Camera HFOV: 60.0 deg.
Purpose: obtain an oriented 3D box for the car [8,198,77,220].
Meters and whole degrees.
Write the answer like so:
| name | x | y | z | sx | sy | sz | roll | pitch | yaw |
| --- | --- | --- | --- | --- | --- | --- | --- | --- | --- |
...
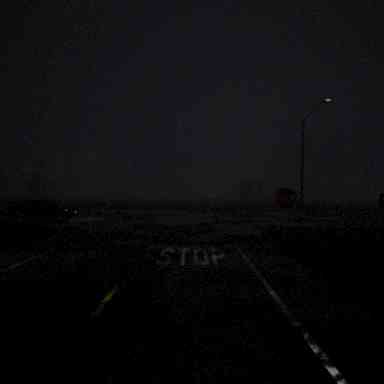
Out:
| name | x | y | z | sx | sy | sz | roll | pitch | yaw |
| --- | --- | --- | --- | --- | --- | --- | --- | --- | --- |
| car | -11.297 | 1.275 | 25.333 | 4.892 | 1.490 | 1.837 | 1 | 1 | 0 |
